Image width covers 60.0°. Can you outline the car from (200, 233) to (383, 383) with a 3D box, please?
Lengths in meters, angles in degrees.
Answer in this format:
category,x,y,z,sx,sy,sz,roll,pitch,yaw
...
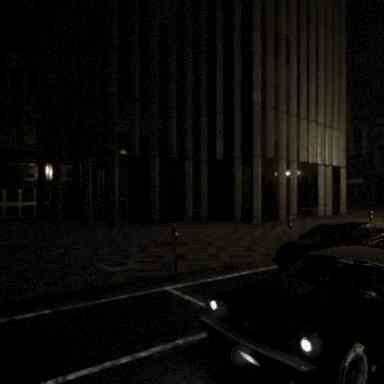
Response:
category,x,y,z,sx,sy,sz,roll,pitch,yaw
car,2.452,1.600,5.117,4.718,1.301,1.895,0,0,-35

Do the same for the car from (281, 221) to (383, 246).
category,x,y,z,sx,sy,sz,roll,pitch,yaw
car,4.377,1.564,9.775,4.313,1.339,1.947,0,0,-36
